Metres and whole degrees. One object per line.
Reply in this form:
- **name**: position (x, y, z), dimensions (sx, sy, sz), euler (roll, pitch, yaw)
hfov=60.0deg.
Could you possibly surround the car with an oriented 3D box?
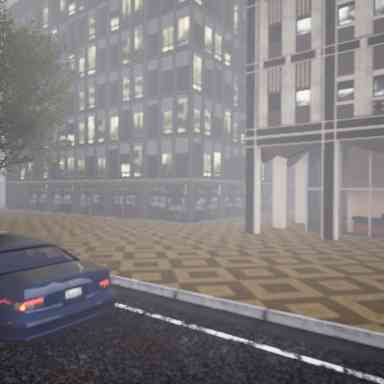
- **car**: position (-3.800, 1.544, 6.394), dimensions (5.357, 1.411, 2.033), euler (0, 0, 36)
